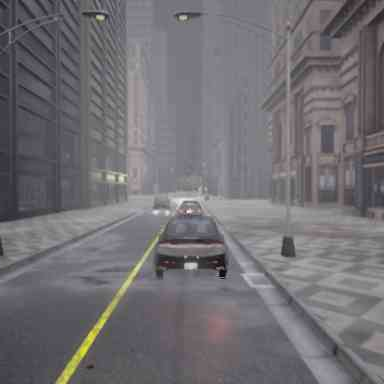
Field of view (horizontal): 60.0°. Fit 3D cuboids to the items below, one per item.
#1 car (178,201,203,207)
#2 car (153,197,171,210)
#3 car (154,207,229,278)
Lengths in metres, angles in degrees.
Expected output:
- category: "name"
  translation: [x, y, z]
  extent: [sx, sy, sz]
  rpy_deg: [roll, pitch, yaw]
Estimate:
- category: "car"
  translation: [-0.126, 1.384, 25.889]
  extent: [2.033, 1.411, 5.357]
  rpy_deg: [0, 0, 0]
- category: "car"
  translation: [-3.387, 1.302, 38.353]
  extent: [2.033, 1.411, 5.357]
  rpy_deg: [0, 0, 0]
- category: "car"
  translation: [-0.015, 1.431, 9.923]
  extent: [2.128, 1.511, 4.902]
  rpy_deg: [0, 1, 0]
